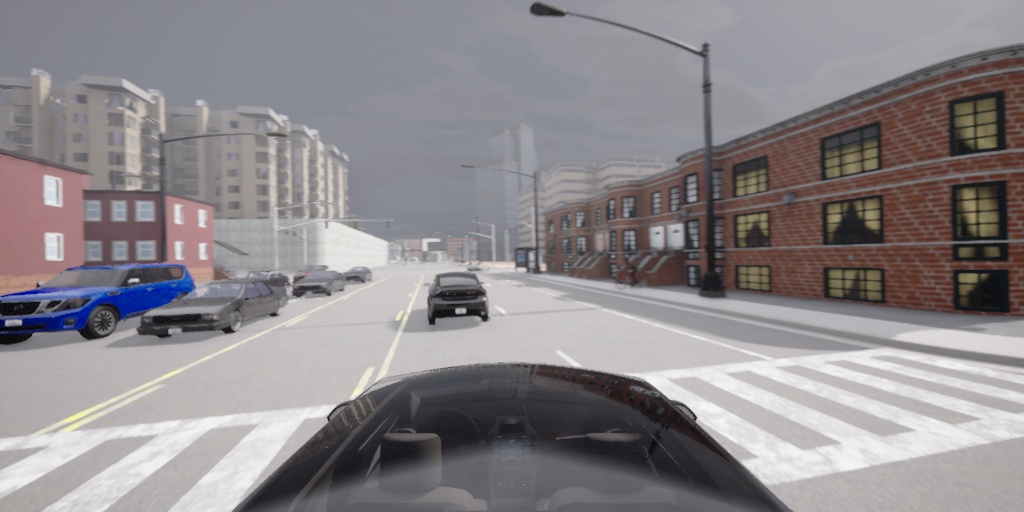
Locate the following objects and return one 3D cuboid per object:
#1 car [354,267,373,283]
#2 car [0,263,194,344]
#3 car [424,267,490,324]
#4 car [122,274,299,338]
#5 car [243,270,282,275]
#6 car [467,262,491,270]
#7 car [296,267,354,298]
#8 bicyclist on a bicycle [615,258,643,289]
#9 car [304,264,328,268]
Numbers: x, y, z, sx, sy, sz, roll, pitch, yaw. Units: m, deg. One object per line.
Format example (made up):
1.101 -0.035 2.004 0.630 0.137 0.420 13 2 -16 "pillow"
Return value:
-13.648 1.653 31.936 2.033 1.411 5.357 -1 0 -12 "car"
-12.621 1.278 11.338 2.150 2.045 5.566 -1 0 -13 "car"
-1.946 1.313 12.435 1.837 1.490 4.892 -1 0 -12 "car"
-9.100 1.522 11.634 2.033 1.411 5.357 -1 0 -13 "car"
-14.814 1.611 21.086 2.128 1.511 4.902 -1 0 -13 "car"
-4.549 1.516 49.873 1.895 1.301 4.718 -1 0 16 "car"
-11.339 1.586 21.565 2.033 1.411 5.357 -1 0 -13 "car"
6.163 0.928 18.856 1.656 1.620 0.582 -2 0 -13 "bicyclist on a bicycle"
-17.007 1.535 30.902 2.097 1.767 4.553 -1 0 -12 "car"
